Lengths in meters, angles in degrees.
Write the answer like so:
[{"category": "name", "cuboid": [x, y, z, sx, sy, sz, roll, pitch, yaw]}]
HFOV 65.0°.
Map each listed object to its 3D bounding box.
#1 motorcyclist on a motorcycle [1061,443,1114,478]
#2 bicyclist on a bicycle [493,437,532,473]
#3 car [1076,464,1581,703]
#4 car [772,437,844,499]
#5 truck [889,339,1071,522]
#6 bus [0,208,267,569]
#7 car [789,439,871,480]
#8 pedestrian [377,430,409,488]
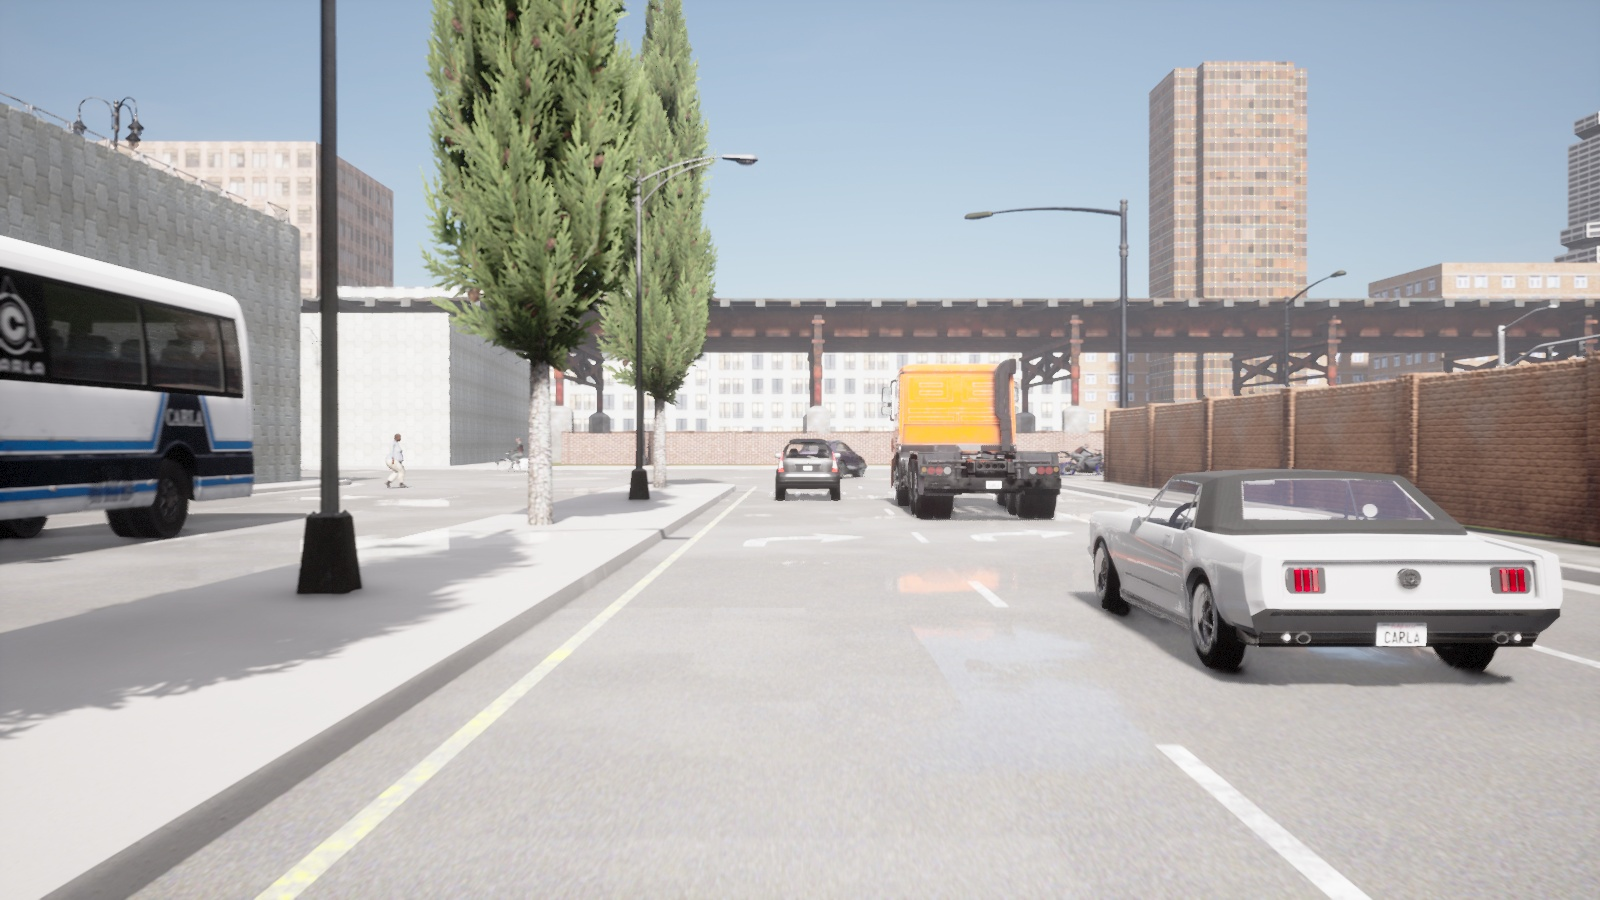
[{"category": "motorcyclist on a motorcycle", "cuboid": [12.849, 0.475, 56.158, 2.191, 1.530, 0.866, 0, 0, 2]}, {"category": "bicyclist on a bicycle", "cuboid": [-14.533, 0.247, 63.512, 1.843, 1.776, 0.659, 0, 0, 1]}, {"category": "car", "cuboid": [3.570, 0.796, 9.611, 1.895, 1.301, 4.718, 0, 0, 0]}, {"category": "car", "cuboid": [0.211, 0.451, 34.344, 1.851, 1.617, 3.988, 0, 0, 0]}, {"category": "truck", "cuboid": [3.674, -0.388, 27.650, 2.891, 3.462, 7.936, 0, 0, 0]}, {"category": "bus", "cuboid": [-11.387, -0.735, 16.976, 3.944, 4.253, 10.273, 0, 0, 0]}, {"category": "car", "cuboid": [1.312, 0.380, 52.719, 2.033, 1.649, 4.856, 0, 0, 19]}, {"category": "pedestrian", "cuboid": [-13.162, 0.289, 40.649, 0.900, 1.855, 0.874, 0, 0, -12]}]
